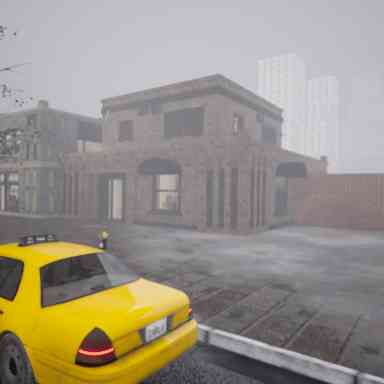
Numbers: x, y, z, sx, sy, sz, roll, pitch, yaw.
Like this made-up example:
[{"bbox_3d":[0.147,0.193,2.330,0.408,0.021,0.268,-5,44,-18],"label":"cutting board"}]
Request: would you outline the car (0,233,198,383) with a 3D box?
[{"bbox_3d":[-2.465,1.395,5.004,5.366,1.575,1.801,1,1,35],"label":"car"}]
